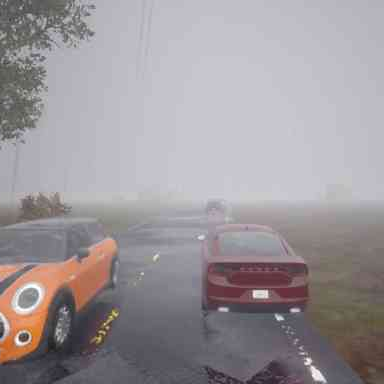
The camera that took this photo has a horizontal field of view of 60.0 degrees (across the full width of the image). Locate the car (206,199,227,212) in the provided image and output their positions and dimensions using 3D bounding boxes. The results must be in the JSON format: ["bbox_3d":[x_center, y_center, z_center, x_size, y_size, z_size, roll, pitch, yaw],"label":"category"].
[{"bbox_3d":[2.573,1.497,36.604,1.837,1.490,4.892,0,0,8],"label":"car"}]

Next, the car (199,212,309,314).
[{"bbox_3d":[1.169,1.479,7.780,1.882,1.535,5.008,0,0,2],"label":"car"}]

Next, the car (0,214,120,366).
[{"bbox_3d":[-2.827,1.353,6.158,2.097,1.767,4.553,0,0,2],"label":"car"}]
